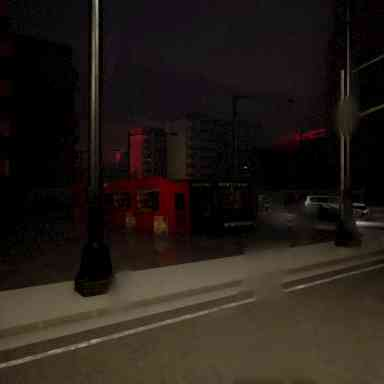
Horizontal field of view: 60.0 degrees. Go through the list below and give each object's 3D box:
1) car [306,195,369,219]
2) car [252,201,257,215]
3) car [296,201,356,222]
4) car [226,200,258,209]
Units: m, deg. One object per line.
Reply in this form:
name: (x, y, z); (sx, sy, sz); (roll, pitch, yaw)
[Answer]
car: (12.797, 1.334, 29.946); (2.150, 2.045, 5.566); (0, -1, -36)
car: (5.396, 1.681, 34.197); (1.882, 1.535, 5.008); (0, -1, -36)
car: (10.578, 1.664, 27.037); (1.994, 1.385, 4.181); (0, -1, -36)
car: (8.163, 1.965, 54.600); (2.033, 1.411, 5.357); (0, -1, -36)
